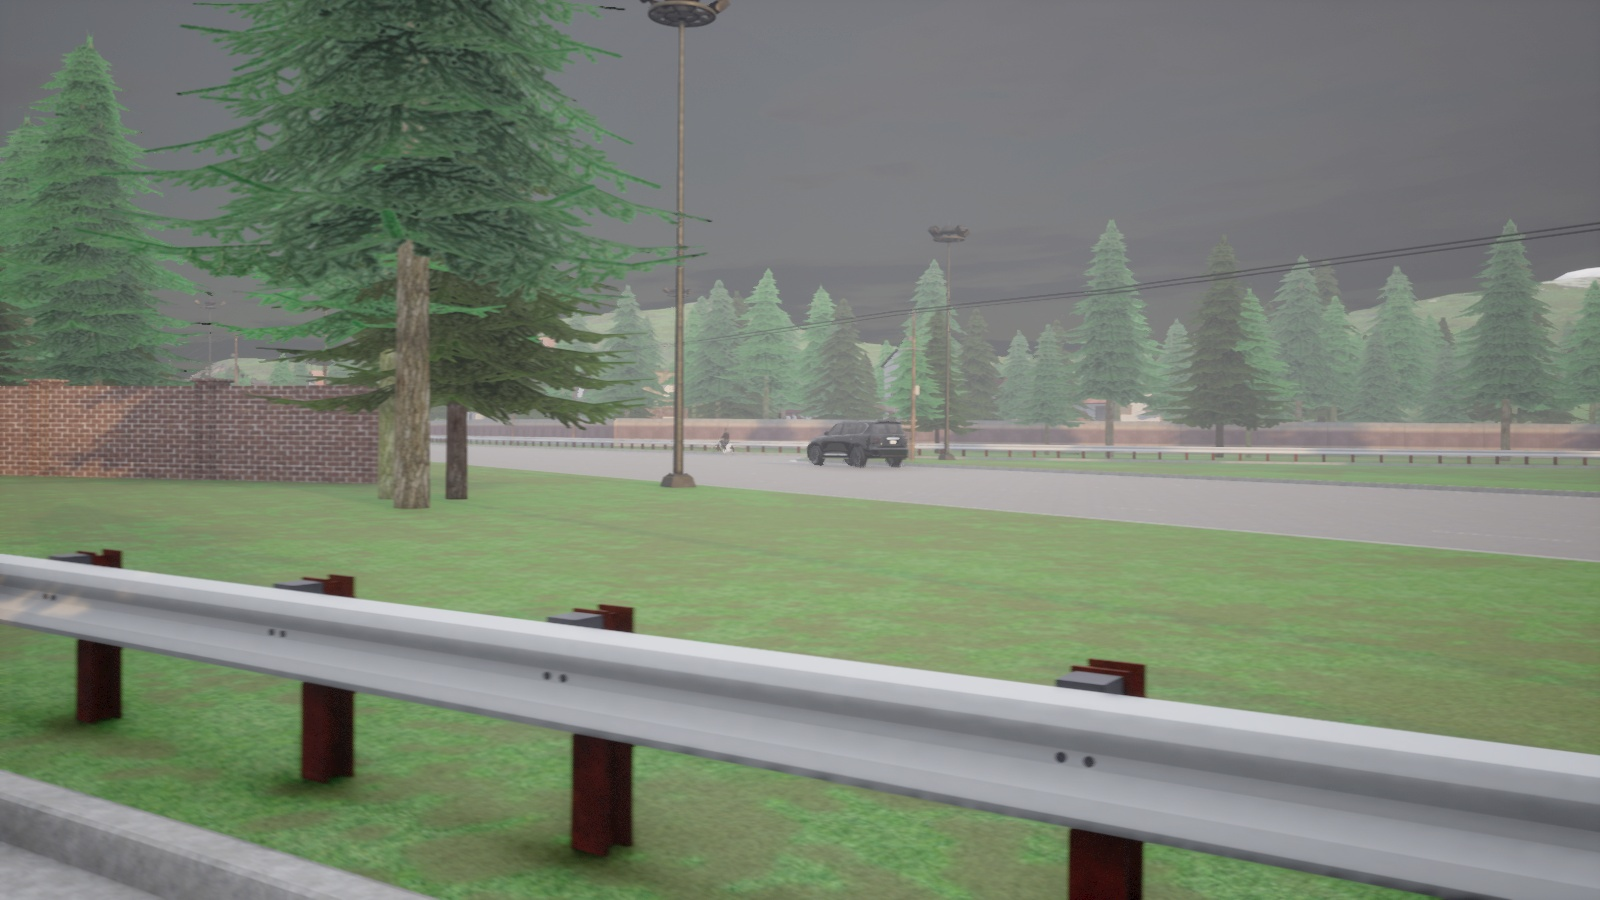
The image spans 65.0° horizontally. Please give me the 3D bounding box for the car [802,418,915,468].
[{"bbox_3d":[2.490,-0.328,55.199,2.150,2.045,5.566,-1,1,-32],"label":"car"}]
